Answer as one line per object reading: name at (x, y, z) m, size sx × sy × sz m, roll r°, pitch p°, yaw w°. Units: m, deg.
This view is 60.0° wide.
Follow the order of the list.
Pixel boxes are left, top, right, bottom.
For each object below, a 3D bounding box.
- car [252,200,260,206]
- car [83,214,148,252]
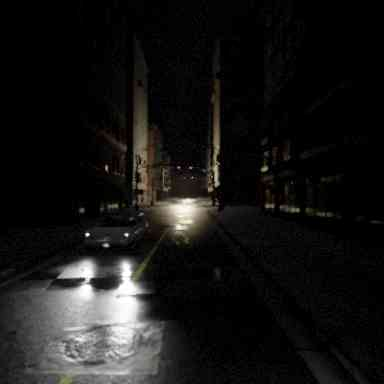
car at (12.117, 1.601, 54.597) m, size 4.507 × 1.381 × 1.887 m, roll -1°, pitch 0°, yaw 0°
car at (-3.106, 1.648, 14.314) m, size 1.895 × 1.301 × 4.718 m, roll 0°, pitch 0°, yaw 0°
